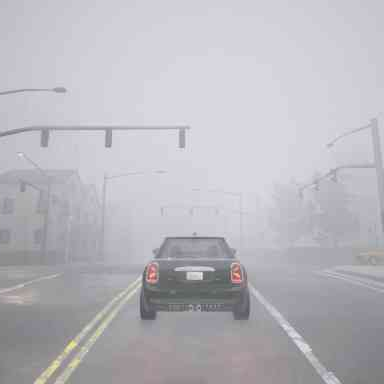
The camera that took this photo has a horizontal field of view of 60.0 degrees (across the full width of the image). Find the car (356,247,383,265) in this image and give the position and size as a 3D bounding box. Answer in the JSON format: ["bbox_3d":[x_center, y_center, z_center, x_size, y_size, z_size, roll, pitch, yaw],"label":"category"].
[{"bbox_3d":[16.465,5.364,28.068,5.008,1.535,1.882,0,-11,1],"label":"car"}]

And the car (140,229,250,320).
[{"bbox_3d":[0.061,1.807,8.234,2.097,1.767,4.553,0,-7,0],"label":"car"}]

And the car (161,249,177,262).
[{"bbox_3d":[-3.654,10.343,54.282,2.150,2.045,5.566,0,-11,0],"label":"car"}]

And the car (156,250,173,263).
[{"bbox_3d":[-3.641,8.631,44.402,1.882,1.535,5.008,0,-11,0],"label":"car"}]
